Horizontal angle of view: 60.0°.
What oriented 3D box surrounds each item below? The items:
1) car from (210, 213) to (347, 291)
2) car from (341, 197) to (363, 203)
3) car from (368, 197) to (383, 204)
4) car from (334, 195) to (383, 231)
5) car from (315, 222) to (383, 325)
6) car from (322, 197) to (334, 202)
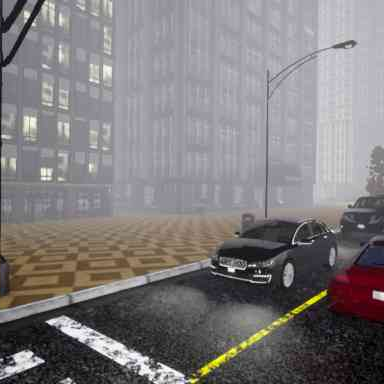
[{"bbox_3d":[2.477,1.477,9.188,1.837,1.490,4.892,1,0,41],"label":"car"},{"bbox_3d":[38.522,1.815,80.316,1.947,1.339,4.313,-1,0,-34],"label":"car"},{"bbox_3d":[37.876,1.658,66.302,2.008,1.369,4.403,-1,0,-34],"label":"car"},{"bbox_3d":[9.498,1.202,17.028,2.150,2.045,5.566,1,0,43],"label":"car"},{"bbox_3d":[4.262,1.568,6.582,1.994,1.385,4.181,1,0,41],"label":"car"},{"bbox_3d":[35.373,1.860,84.977,1.947,1.339,4.313,-1,0,-34],"label":"car"}]
